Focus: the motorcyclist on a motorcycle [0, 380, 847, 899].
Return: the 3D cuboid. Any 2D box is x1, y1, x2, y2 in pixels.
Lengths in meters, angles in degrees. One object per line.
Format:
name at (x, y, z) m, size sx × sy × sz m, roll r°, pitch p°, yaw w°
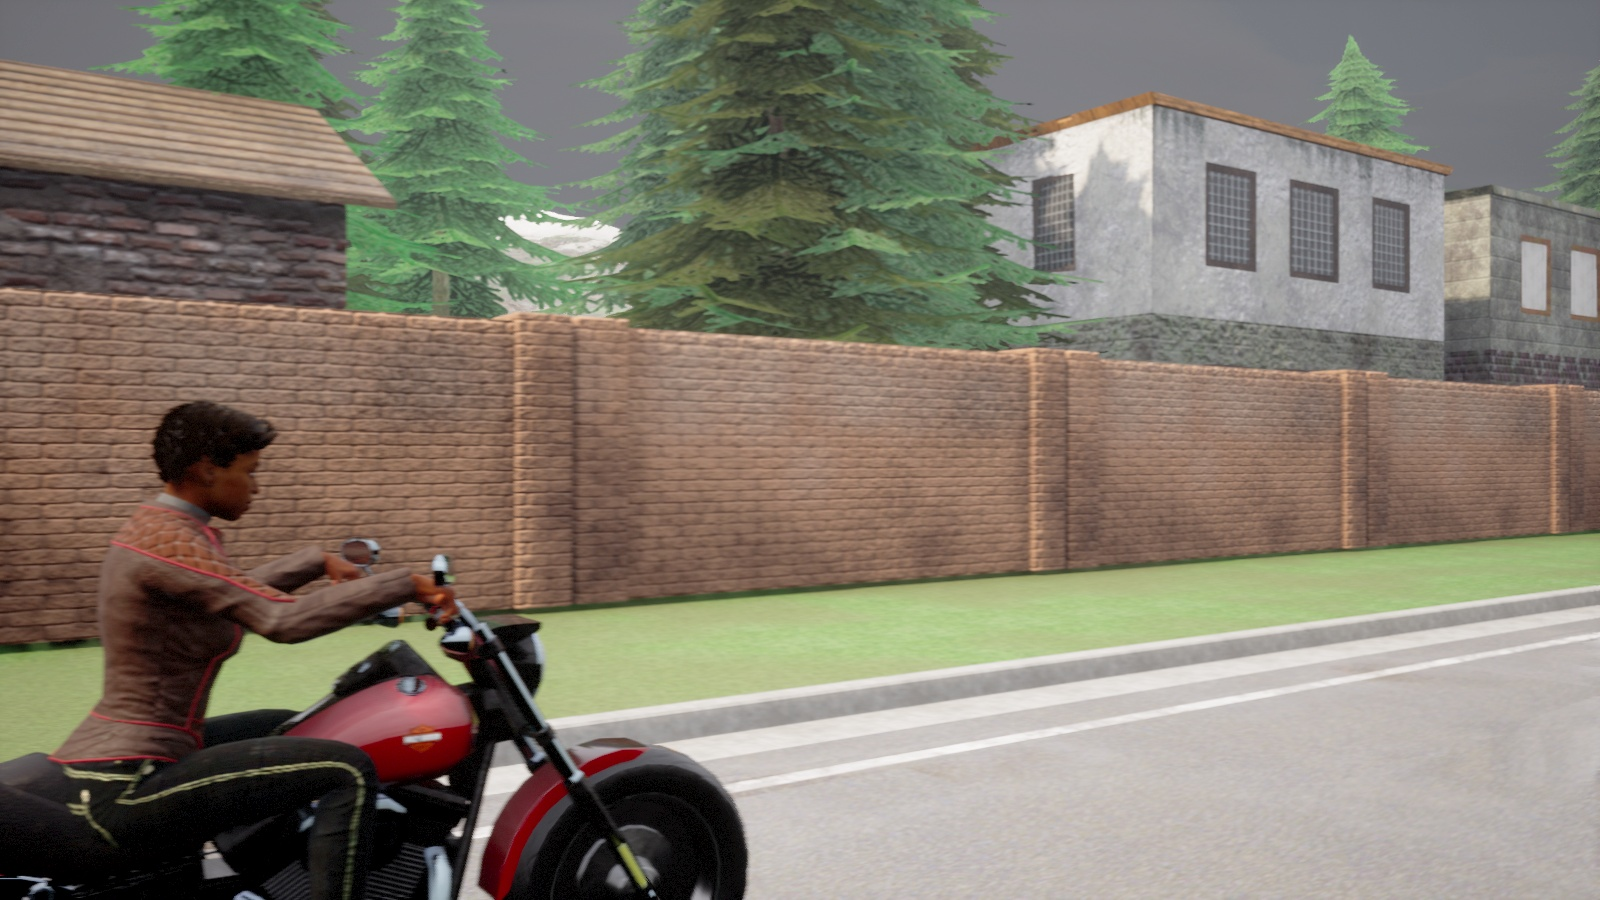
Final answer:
motorcyclist on a motorcycle at (-1.060, 0.704, 2.921) m, size 2.350 × 1.649 × 0.766 m, roll 0°, pitch 0°, yaw -35°
